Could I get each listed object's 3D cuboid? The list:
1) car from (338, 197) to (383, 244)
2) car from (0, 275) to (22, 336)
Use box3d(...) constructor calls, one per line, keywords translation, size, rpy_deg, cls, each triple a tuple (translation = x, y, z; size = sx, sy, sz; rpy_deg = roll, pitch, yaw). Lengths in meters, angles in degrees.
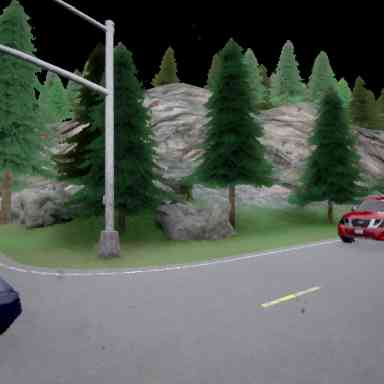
box3d(translation=(8.774, 1.234, 14.963), size=(5.566, 2.045, 2.150), rpy_deg=(0, 0, -39), cls="car")
box3d(translation=(-4.773, 1.603, 3.898), size=(4.718, 1.301, 1.895), rpy_deg=(0, 0, -39), cls="car")
